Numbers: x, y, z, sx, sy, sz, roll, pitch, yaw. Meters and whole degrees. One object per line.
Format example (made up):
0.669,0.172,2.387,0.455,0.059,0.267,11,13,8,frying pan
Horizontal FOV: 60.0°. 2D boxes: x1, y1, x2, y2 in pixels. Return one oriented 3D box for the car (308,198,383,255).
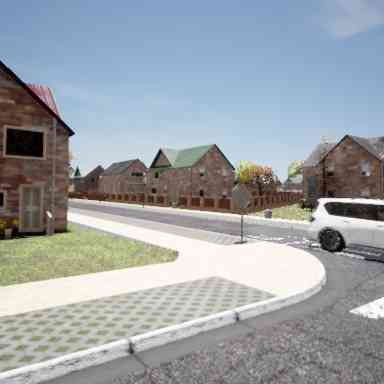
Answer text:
6.599,1.286,10.979,2.150,2.045,5.566,1,1,-36,car
